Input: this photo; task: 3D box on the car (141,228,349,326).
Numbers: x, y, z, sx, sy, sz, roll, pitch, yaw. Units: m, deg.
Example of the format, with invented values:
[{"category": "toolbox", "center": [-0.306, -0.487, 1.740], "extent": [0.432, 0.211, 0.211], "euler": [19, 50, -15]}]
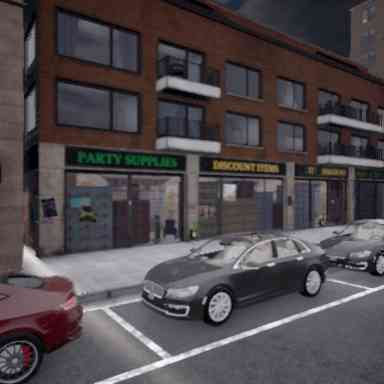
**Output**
[{"category": "car", "center": [1.083, 1.547, 6.960], "extent": [4.403, 1.369, 2.008], "euler": [0, 0, -35]}]

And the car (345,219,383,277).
[{"category": "car", "center": [5.576, 1.544, 10.165], "extent": [4.403, 1.369, 2.008], "euler": [0, 0, -35]}]

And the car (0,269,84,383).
[{"category": "car", "center": [-3.410, 1.582, 3.755], "extent": [4.206, 1.307, 1.802], "euler": [0, 0, -35]}]
